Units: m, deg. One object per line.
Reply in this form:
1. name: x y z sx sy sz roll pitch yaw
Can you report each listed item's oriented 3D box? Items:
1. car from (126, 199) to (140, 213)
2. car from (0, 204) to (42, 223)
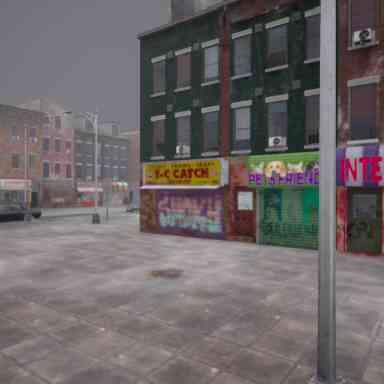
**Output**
1. car: -4.599 1.356 33.974 1.837 1.490 4.892 0 1 35
2. car: -12.817 1.530 22.441 1.895 1.301 4.718 0 1 35
